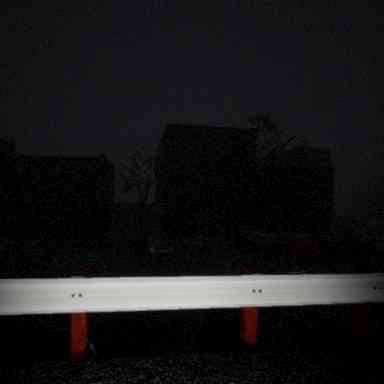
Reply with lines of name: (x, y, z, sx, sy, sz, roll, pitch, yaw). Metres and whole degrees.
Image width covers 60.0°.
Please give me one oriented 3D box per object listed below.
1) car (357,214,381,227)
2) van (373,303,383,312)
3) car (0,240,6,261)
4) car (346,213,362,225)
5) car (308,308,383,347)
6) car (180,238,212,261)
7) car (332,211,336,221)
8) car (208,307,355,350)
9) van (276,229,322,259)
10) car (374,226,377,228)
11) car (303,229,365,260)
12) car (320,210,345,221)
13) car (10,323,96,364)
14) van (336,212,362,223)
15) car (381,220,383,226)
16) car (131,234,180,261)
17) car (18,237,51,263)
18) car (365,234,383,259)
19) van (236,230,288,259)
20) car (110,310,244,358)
car: (29.948, 4.919, 54.316, 5.366, 1.575, 1.946, 0, 1, -28)
van: (8.180, 4.638, 11.148, 1.878, 1.987, 4.442, 1, 2, -30)
car: (-14.915, 4.105, 24.635, 1.946, 1.575, 5.366, 1, 0, -30)
car: (29.340, 4.916, 57.201, 4.674, 1.452, 2.002, 0, 1, -28)
car: (5.134, 4.790, 10.730, 2.231, 1.521, 4.892, 0, 2, -30)
car: (-0.235, 4.461, 27.004, 2.231, 1.521, 4.892, 1, 0, -30)
car: (28.484, 4.787, 63.141, 5.008, 1.535, 2.097, 0, 1, -28)
car: (2.155, 4.591, 10.257, 2.185, 1.767, 4.553, 1, 1, -30)
van: (8.446, 4.442, 28.616, 1.878, 1.987, 4.442, 1, 0, -30)
car: (20.146, 4.694, 30.552, 2.435, 2.045, 5.566, 1, 0, -30)
car: (11.442, 4.487, 29.001, 2.435, 2.045, 5.566, 2, 0, -30)
car: (28.015, 4.616, 66.105, 4.553, 1.767, 2.185, 0, 1, -28)
car: (-3.811, 4.603, 9.221, 2.163, 1.488, 4.792, 0, 2, -30)
van: (28.813, 4.605, 60.108, 4.442, 1.987, 1.878, 0, 1, -28)
car: (30.651, 4.760, 48.258, 5.566, 2.045, 2.435, 0, 1, -28)
car: (-3.168, 4.264, 26.526, 2.185, 1.767, 4.553, 2, 0, -30)
car: (-11.881, 4.210, 24.964, 2.163, 1.488, 4.792, 2, 0, -30)
car: (14.357, 4.556, 29.504, 2.435, 2.045, 5.566, 2, 0, -30)
van: (5.531, 4.372, 28.112, 1.878, 1.987, 4.442, 1, 0, -30)
car: (-0.828, 4.519, 9.732, 2.185, 1.767, 4.553, 1, 2, -30)
